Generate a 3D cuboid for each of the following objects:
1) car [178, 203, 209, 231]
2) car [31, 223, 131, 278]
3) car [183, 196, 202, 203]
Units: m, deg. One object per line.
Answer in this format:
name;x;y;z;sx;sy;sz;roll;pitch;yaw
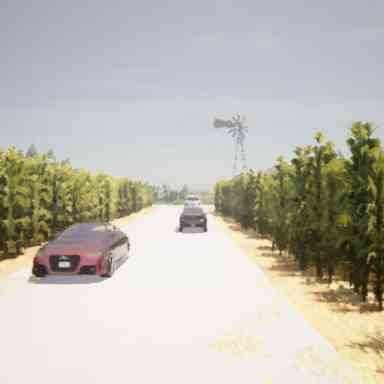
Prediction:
car;0.080;1.778;22.802;1.837;1.490;4.892;0;0;0
car;-3.177;1.663;10.325;1.994;1.385;4.181;0;-1;1
car;0.096;1.539;42.829;2.150;2.045;5.566;0;0;0
